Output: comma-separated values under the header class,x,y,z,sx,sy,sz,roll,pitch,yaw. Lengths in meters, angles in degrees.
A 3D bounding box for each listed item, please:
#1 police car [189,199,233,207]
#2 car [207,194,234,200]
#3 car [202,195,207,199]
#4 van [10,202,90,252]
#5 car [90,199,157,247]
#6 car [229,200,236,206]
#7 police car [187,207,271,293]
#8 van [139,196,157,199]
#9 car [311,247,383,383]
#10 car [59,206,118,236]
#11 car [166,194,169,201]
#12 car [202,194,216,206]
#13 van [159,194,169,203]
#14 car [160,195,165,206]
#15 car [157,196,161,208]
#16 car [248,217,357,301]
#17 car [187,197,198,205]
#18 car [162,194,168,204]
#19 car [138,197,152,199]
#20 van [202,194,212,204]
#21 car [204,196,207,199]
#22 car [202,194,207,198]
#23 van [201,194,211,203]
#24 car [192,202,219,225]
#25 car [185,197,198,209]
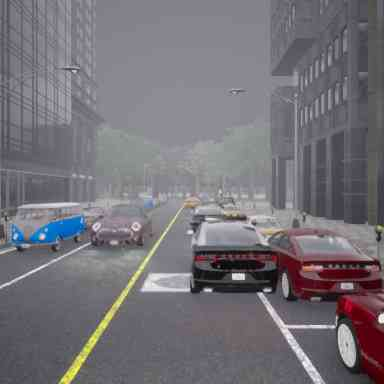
class,x,y,z,sx,sy,sz,roll,pitch,yaw
police car,0.921,1.427,18.982,1.930,1.638,5.238,0,0,0
car,2.796,1.319,29.915,2.192,1.841,5.009,0,0,0
car,2.815,1.554,46.228,1.887,1.381,4.507,0,0,0
van,-5.749,1.342,13.613,1.690,1.788,3.998,0,0,0
car,-2.984,1.353,15.030,2.097,1.767,4.553,0,0,0
car,2.790,1.528,24.648,1.752,1.417,4.829,0,0,0
police car,0.899,1.426,8.981,1.930,1.638,5.238,0,0,0
van,-5.717,1.348,40.801,1.690,1.788,3.998,0,0,0
car,2.763,1.545,2.728,1.887,1.381,4.507,0,0,0
car,-5.742,1.552,19.051,2.008,1.369,4.403,0,0,0
car,-5.690,1.459,62.551,1.967,1.590,4.097,0,0,0
car,2.828,1.331,57.103,2.192,1.841,5.009,0,0,0
van,-5.684,1.364,67.989,1.690,1.788,3.998,0,0,0
car,-5.703,1.578,51.676,1.947,1.339,4.313,0,0,0
car,-5.710,1.535,46.069,1.752,1.417,4.829,0,0,0
car,2.770,1.545,8.165,1.887,1.381,4.507,0,0,0
car,0.071,1.582,60.656,1.994,1.385,4.181,0,0,0
car,-5.697,1.541,56.944,1.752,1.417,4.829,0,0,0
car,-5.723,1.571,35.363,1.947,1.339,4.313,0,0,0
van,2.835,1.361,62.541,1.690,1.788,3.998,0,0,0
car,2.809,1.533,40.960,1.752,1.417,4.829,0,0,0
car,2.822,1.453,51.665,1.967,1.590,4.097,0,0,0
van,2.841,1.364,67.978,1.690,1.788,3.998,0,0,0
car,0.929,1.529,24.871,1.812,1.442,4.674,0,0,0
car,0.066,1.488,46.737,1.882,1.535,5.008,0,0,1
